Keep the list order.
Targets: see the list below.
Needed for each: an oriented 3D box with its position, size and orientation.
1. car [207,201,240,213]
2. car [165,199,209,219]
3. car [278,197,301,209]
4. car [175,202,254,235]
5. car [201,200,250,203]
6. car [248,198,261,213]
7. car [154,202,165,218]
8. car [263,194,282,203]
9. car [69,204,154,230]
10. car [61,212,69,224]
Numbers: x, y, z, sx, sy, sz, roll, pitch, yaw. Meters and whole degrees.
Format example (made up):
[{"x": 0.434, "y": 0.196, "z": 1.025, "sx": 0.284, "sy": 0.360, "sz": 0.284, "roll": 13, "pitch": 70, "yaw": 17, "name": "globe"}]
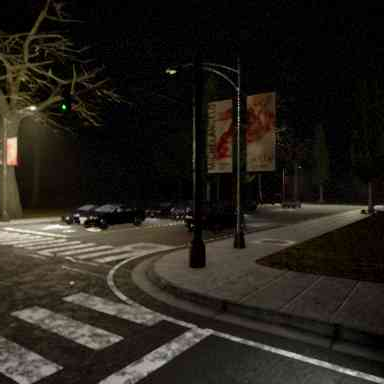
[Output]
[{"x": 3.897, "y": 1.770, "z": 40.405, "sx": 1.895, "sy": 1.301, "sz": 4.718, "roll": 0, "pitch": 0, "yaw": 35, "name": "car"}, {"x": 0.096, "y": 1.466, "z": 29.345, "sx": 2.097, "sy": 1.767, "sz": 4.553, "roll": 0, "pitch": 0, "yaw": 35, "name": "car"}, {"x": 15.168, "y": 1.817, "z": 50.628, "sx": 1.812, "sy": 1.442, "sz": 4.674, "roll": 0, "pitch": -1, "yaw": 35, "name": "car"}, {"x": 1.475, "y": 1.584, "z": 19.660, "sx": 2.128, "sy": 1.511, "sz": 4.902, "roll": 0, "pitch": 0, "yaw": 35, "name": "car"}, {"x": 2.610, "y": 1.644, "z": 26.947, "sx": 1.812, "sy": 1.442, "sz": 4.674, "roll": 0, "pitch": 0, "yaw": 35, "name": "car"}, {"x": 5.924, "y": 1.676, "z": 37.630, "sx": 1.837, "sy": 1.490, "sz": 4.892, "roll": 0, "pitch": -1, "yaw": 35, "name": "car"}, {"x": -2.036, "y": 1.659, "z": 31.954, "sx": 2.033, "sy": 1.411, "sz": 5.357, "roll": 0, "pitch": 0, "yaw": 35, "name": "car"}, {"x": 12.674, "y": 1.123, "z": 52.725, "sx": 2.150, "sy": 2.045, "sz": 5.566, "roll": 0, "pitch": 0, "yaw": 35, "name": "car"}, {"x": -5.149, "y": 1.560, "z": 21.885, "sx": 2.128, "sy": 1.511, "sz": 4.902, "roll": 0, "pitch": 0, "yaw": 35, "name": "car"}, {"x": -7.361, "y": 1.629, "z": 24.404, "sx": 1.994, "sy": 1.385, "sz": 4.181, "roll": 0, "pitch": 0, "yaw": 36, "name": "car"}]
